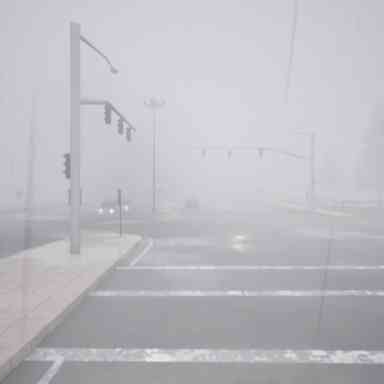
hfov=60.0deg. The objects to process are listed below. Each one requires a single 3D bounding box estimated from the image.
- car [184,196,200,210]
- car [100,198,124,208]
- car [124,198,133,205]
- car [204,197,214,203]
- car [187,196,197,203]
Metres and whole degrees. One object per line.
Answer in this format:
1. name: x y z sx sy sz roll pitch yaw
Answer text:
1. car: -0.001 1.528 43.613 1.812 1.442 4.674 0 0 0
2. car: -11.542 1.603 47.281 1.895 1.301 4.718 0 0 1
3. car: -11.532 1.603 57.269 1.895 1.301 4.718 0 0 1
4. car: 3.498 1.604 69.079 1.895 1.301 4.718 0 0 0
5. car: -0.002 1.567 69.047 1.994 1.385 4.181 0 0 0
